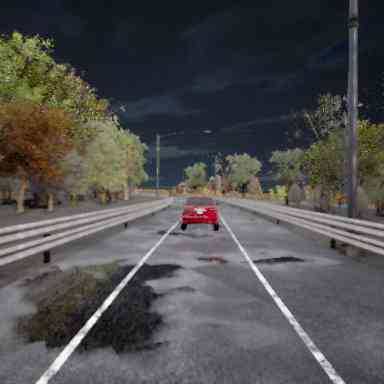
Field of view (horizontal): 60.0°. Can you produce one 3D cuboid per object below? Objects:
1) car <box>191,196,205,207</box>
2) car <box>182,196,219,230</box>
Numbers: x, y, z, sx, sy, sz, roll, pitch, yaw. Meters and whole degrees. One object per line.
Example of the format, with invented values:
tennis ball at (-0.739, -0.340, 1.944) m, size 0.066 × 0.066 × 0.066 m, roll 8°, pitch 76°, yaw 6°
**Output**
car at (0.874, 1.510, 53.594) m, size 1.882 × 1.535 × 5.008 m, roll 1°, pitch 0°, yaw -2°
car at (0.572, 1.247, 21.605) m, size 2.150 × 2.045 × 5.566 m, roll 0°, pitch 0°, yaw 3°
